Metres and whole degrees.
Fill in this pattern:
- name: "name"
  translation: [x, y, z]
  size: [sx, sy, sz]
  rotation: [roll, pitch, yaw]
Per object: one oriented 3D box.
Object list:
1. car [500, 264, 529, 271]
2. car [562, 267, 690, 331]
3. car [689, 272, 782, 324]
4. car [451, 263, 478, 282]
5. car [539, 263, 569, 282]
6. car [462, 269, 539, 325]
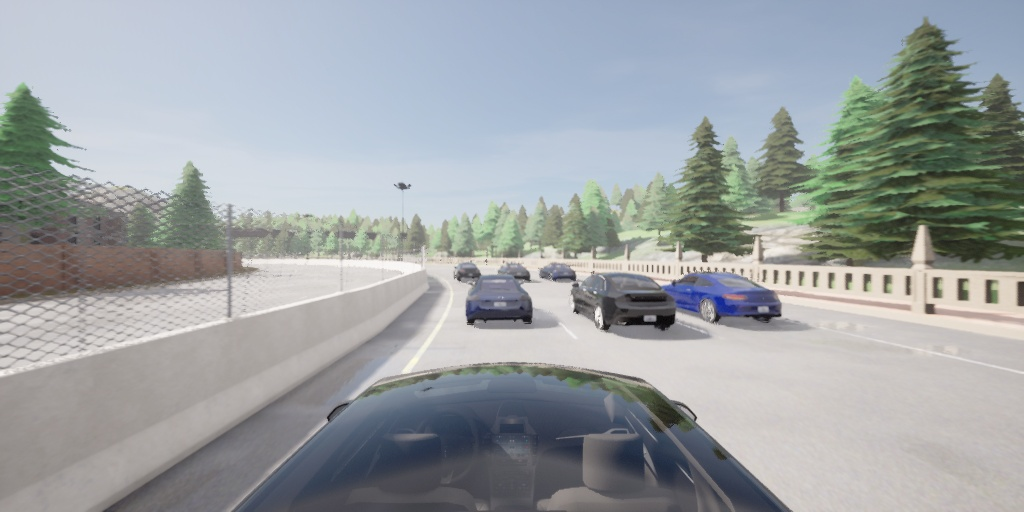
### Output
- name: "car"
  translation: [0.048, 1.286, 28.622]
  size: [1.994, 1.385, 4.181]
  rotation: [0, 0, -14]
- name: "car"
  translation: [3.084, 1.243, 10.953]
  size: [1.837, 1.490, 4.892]
  rotation: [0, 0, -5]
- name: "car"
  translation: [6.498, 1.261, 11.867]
  size: [1.812, 1.442, 4.674]
  rotation: [0, 0, -5]
- name: "car"
  translation: [-3.692, 1.249, 29.155]
  size: [1.812, 1.442, 4.674]
  rotation: [0, 0, -15]
- name: "car"
  translation: [3.573, 1.283, 28.921]
  size: [1.994, 1.385, 4.181]
  rotation: [0, 0, -14]
- name: "car"
  translation: [-0.522, 1.304, 11.909]
  size: [1.994, 1.385, 4.181]
  rotation: [0, 0, -6]
